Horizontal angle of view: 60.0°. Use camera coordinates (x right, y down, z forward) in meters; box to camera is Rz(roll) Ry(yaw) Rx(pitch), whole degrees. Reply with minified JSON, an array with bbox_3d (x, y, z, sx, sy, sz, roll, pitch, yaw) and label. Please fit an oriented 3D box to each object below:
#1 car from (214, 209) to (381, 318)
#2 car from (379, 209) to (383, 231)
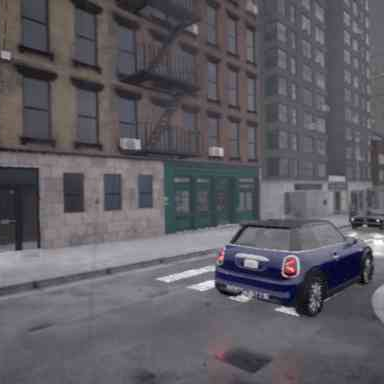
[{"bbox_3d":[2.592,1.399,7.864,2.097,1.767,4.553,-1,-1,44],"label":"car"},{"bbox_3d":[12.178,1.811,22.118,1.895,1.301,4.718,-1,-1,44],"label":"car"}]
